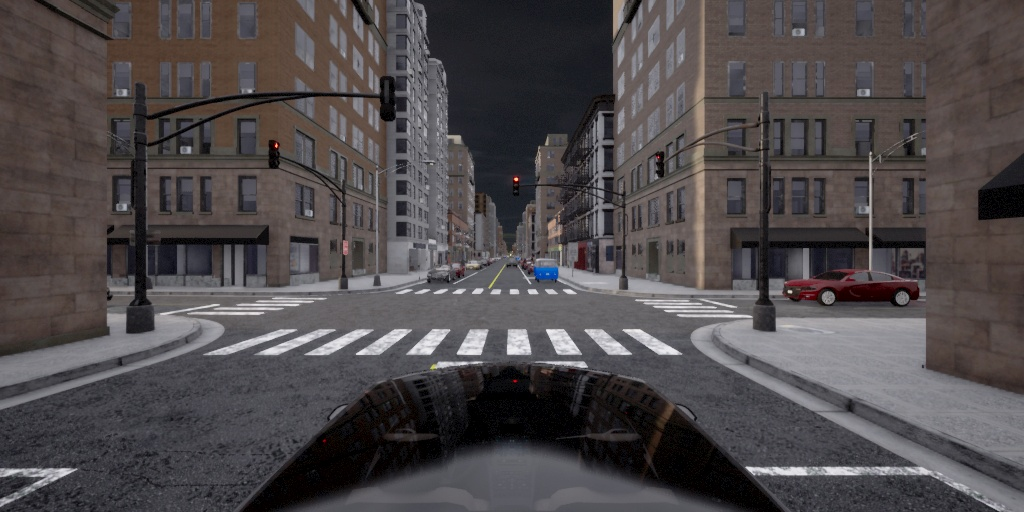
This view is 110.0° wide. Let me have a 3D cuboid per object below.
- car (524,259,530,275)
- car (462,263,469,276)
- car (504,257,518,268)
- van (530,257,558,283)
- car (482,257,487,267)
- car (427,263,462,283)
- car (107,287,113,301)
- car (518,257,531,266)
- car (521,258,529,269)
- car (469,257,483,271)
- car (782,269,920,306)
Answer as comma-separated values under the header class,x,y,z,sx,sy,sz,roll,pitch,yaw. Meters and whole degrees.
class,x,y,z,sx,sy,sz,roll,pitch,yaw
car,2.568,1.330,39.331,1.802,1.307,4.207,0,0,0
car,-5.446,1.293,33.627,1.888,1.381,4.507,0,0,0
car,-0.012,1.337,61.580,1.895,1.301,4.718,0,0,0
van,2.589,1.089,27.969,1.690,1.789,3.998,0,0,0
car,-5.488,1.306,56.356,1.948,1.339,4.313,0,0,0
car,-5.436,1.299,27.946,2.007,1.370,4.403,0,0,0
car,-17.751,1.198,12.776,5.357,1.411,2.033,0,0,0
car,2.537,1.055,56.376,2.192,1.841,5.009,0,0,0
car,2.547,1.326,50.695,1.802,1.307,4.207,0,0,0
car,-5.478,1.270,50.504,1.751,1.417,4.829,0,0,0
car,14.790,1.326,15.833,5.008,1.535,1.882,0,0,1
